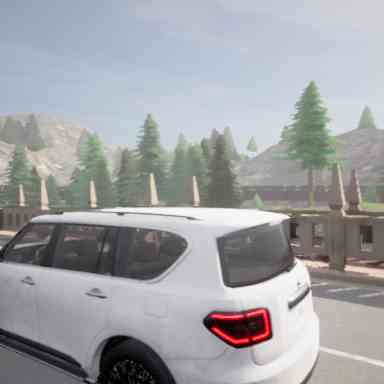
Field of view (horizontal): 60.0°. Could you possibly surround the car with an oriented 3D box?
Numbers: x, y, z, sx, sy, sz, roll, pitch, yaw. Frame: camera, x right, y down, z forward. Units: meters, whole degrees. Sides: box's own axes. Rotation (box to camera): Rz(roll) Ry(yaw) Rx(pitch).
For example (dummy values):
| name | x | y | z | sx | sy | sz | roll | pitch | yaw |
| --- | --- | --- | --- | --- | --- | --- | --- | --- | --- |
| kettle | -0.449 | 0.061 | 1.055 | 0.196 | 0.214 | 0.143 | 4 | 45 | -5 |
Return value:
| name | x | y | z | sx | sy | sz | roll | pitch | yaw |
| --- | --- | --- | --- | --- | --- | --- | --- | --- | --- |
| car | -1.216 | 1.228 | 4.621 | 5.566 | 2.045 | 2.150 | -1 | 0 | 33 |
